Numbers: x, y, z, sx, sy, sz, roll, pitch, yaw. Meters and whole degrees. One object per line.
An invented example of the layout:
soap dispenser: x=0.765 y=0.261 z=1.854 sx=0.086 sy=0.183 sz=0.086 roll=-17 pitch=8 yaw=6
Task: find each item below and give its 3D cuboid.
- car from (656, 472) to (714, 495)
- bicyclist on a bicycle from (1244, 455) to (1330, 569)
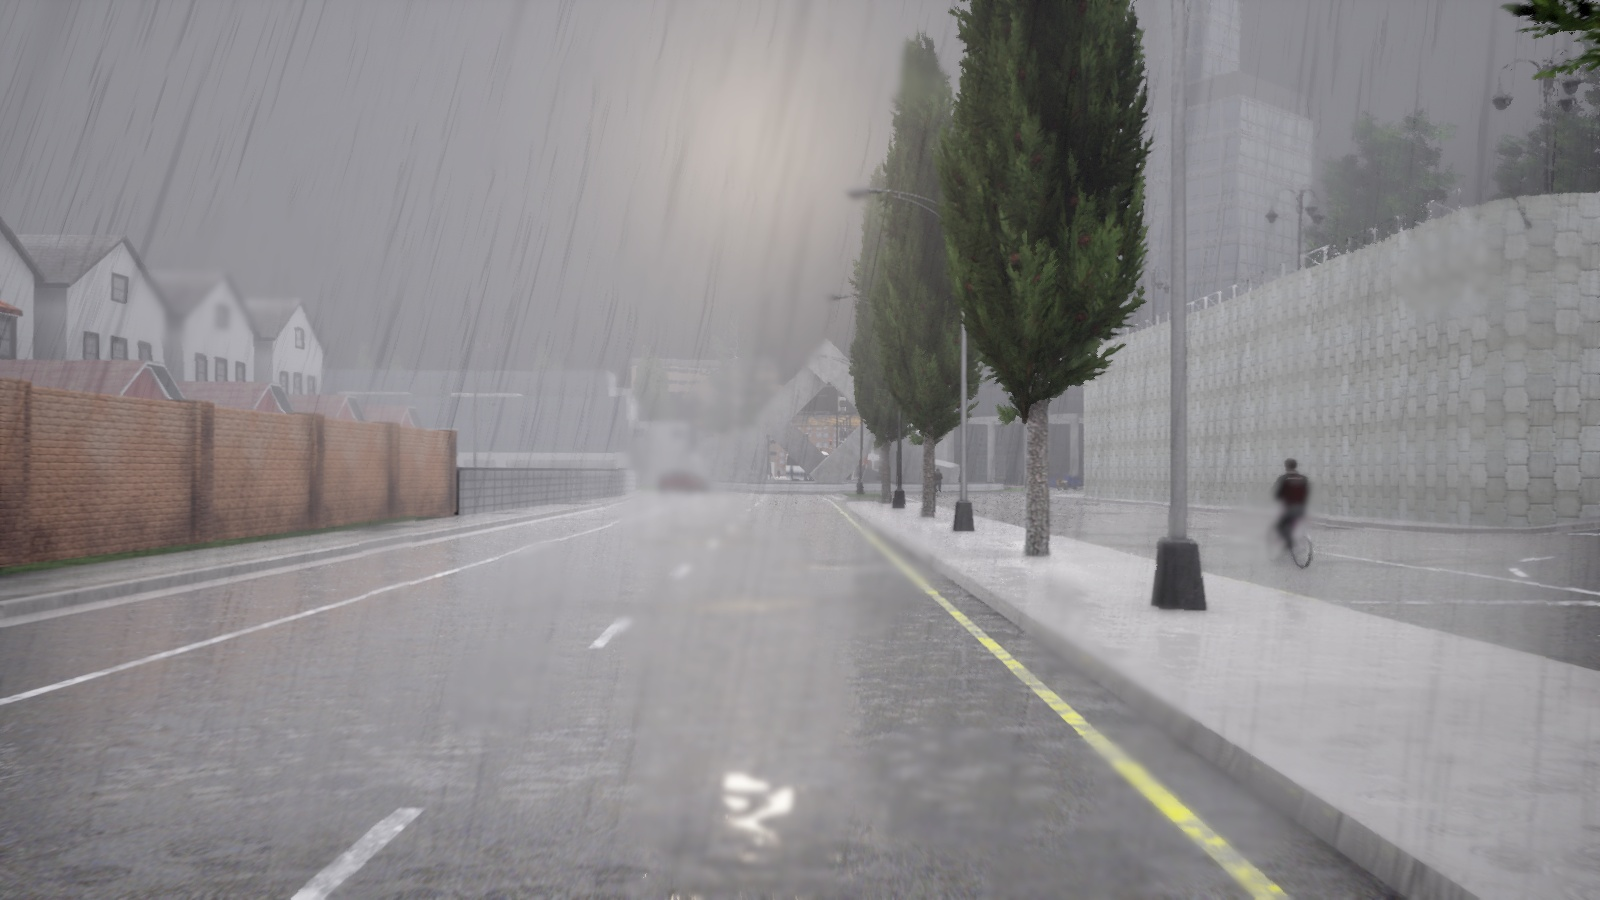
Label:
car: x=-7.735 y=2.237 z=84.371 sx=3.705 sy=1.549 sz=1.789 roll=-1 pitch=-1 yaw=39
bicyclist on a bicycle: x=7.946 y=0.976 z=20.559 sx=0.659 sy=1.776 sz=1.843 roll=-1 pitch=-1 yaw=0
